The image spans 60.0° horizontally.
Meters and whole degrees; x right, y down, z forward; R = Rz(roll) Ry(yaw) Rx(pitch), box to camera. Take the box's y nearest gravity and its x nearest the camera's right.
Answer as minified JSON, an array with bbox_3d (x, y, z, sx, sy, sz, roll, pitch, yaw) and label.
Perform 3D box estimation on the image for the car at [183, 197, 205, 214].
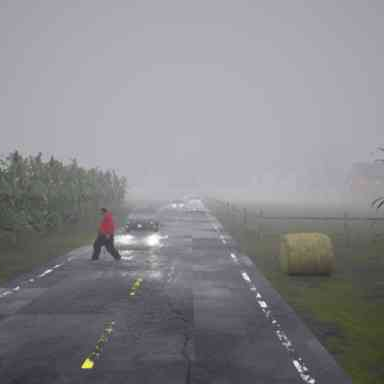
[{"bbox_3d":[0.298,1.510,34.806,1.812,1.442,4.674,0,0,1],"label":"car"}]

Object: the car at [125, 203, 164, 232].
[{"bbox_3d":[-2.731,1.496,19.981,1.837,1.490,4.892,0,1,1],"label":"car"}]

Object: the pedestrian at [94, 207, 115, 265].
[{"bbox_3d":[-2.677,1.293,10.200,0.375,1.860,0.375,1,-1,-3],"label":"pedestrian"}]

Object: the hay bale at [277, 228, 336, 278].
[{"bbox_3d":[3.173,1.655,9.351,1.220,1.180,1.240,-1,-1,0],"label":"hay bale"}]

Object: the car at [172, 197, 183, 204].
[{"bbox_3d":[-2.475,1.514,59.571,1.994,1.385,4.181,0,0,1],"label":"car"}]
